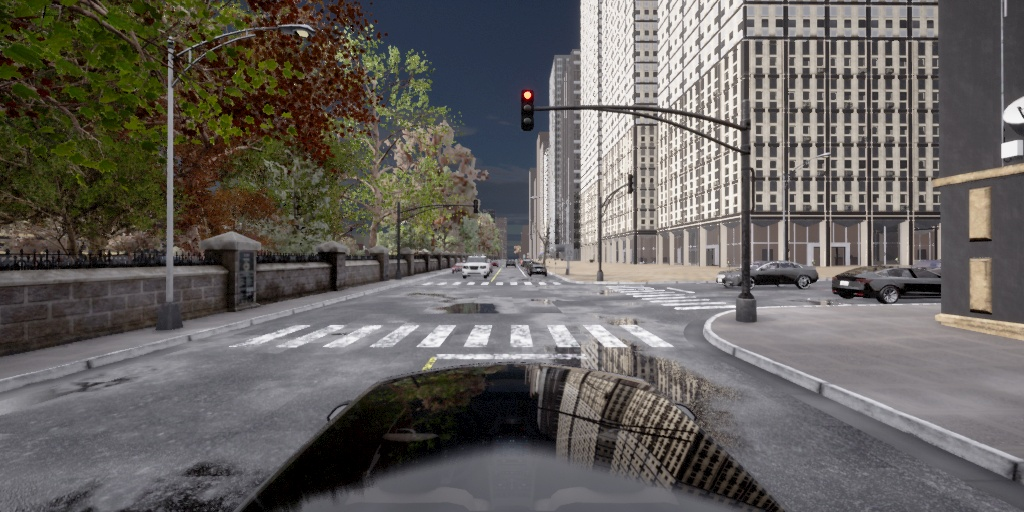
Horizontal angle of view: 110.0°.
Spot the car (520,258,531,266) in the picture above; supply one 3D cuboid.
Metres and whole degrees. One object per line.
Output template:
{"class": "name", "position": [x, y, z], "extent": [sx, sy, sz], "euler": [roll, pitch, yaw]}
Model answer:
{"class": "car", "position": [2.465, 1.340, 47.342], "extent": [1.948, 1.339, 4.313], "euler": [0, 0, 0]}

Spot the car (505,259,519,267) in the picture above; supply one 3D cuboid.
{"class": "car", "position": [-0.213, 1.299, 65.109], "extent": [1.837, 1.490, 4.892], "euler": [0, 0, 0]}

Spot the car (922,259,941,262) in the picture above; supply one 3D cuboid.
{"class": "car", "position": [23.474, 0.882, 19.442], "extent": [5.357, 1.411, 2.033], "euler": [-1, 0, -1]}

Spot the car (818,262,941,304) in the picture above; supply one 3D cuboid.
{"class": "car", "position": [14.630, 1.026, 13.555], "extent": [4.313, 1.339, 1.948], "euler": [0, 0, -1]}

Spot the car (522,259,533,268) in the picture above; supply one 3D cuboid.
{"class": "car", "position": [2.493, 1.335, 41.709], "extent": [1.948, 1.339, 4.313], "euler": [0, 0, 0]}

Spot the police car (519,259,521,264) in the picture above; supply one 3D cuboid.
{"class": "police car", "position": [2.824, 1.218, 64.501], "extent": [1.930, 1.638, 5.238], "euler": [0, 0, 0]}

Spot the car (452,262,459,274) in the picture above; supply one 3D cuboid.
{"class": "car", "position": [-5.888, 1.351, 41.667], "extent": [1.802, 1.307, 4.207], "euler": [0, 0, 0]}

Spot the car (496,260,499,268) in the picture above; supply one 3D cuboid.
{"class": "car", "position": [-3.353, 1.393, 63.533], "extent": [1.895, 1.301, 4.718], "euler": [0, 0, 0]}

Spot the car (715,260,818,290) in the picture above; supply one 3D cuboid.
{"class": "car", "position": [13.656, 0.993, 19.349], "extent": [4.902, 1.511, 2.128], "euler": [-1, 0, 0]}

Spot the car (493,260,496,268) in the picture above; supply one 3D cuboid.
{"class": "car", "position": [-3.290, 1.296, 43.473], "extent": [1.812, 1.442, 4.674], "euler": [0, 0, 0]}

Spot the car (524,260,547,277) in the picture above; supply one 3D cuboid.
{"class": "car", "position": [2.521, 1.331, 36.077], "extent": [1.948, 1.339, 4.313], "euler": [0, 0, 0]}

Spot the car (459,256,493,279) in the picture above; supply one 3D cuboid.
{"class": "car", "position": [-3.253, 0.985, 33.266], "extent": [2.150, 2.045, 5.566], "euler": [0, 0, 0]}
